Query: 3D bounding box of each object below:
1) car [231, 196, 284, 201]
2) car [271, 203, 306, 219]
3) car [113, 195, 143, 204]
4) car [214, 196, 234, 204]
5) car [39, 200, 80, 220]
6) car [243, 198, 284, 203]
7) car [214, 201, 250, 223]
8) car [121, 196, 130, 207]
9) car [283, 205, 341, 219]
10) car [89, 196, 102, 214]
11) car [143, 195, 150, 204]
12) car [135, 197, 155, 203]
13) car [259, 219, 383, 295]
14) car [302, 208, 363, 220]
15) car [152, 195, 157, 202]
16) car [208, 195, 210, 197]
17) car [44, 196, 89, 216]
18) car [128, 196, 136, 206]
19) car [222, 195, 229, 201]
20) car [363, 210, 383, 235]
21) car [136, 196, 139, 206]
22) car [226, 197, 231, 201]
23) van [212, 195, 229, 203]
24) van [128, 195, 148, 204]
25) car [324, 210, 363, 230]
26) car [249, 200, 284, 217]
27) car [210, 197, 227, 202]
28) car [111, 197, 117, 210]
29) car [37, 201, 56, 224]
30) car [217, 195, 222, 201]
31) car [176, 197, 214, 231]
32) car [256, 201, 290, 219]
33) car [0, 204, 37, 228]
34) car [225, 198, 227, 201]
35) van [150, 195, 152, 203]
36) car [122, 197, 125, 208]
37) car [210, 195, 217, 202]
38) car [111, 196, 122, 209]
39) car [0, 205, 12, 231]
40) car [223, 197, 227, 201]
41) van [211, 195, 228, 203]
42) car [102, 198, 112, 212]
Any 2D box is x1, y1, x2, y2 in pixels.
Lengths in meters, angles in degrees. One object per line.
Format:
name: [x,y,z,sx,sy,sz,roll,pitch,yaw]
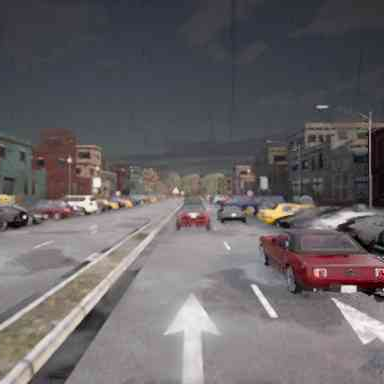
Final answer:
car: [7.569,1.429,36.720,5.566,2.045,2.435,0,-1,0]
car: [7.600,1.593,20.171,4.792,1.488,2.163,0,0,0]
car: [-12.682,1.648,62.557,5.566,2.045,2.435,0,0,0]
car: [7.523,1.929,77.959,4.553,1.767,2.185,0,0,0]
car: [-12.724,1.667,29.088,4.674,1.452,2.002,0,0,0]
car: [7.796,1.633,31.206,5.366,1.575,1.946,0,0,0]
car: [3.079,1.687,26.573,1.994,1.385,4.181,0,0,0]
car: [-12.703,1.803,51.321,5.008,1.535,2.097,0,-1,0]
car: [7.601,1.577,17.415,4.792,1.488,2.163,0,0,0]
car: [-12.748,1.415,34.773,5.566,2.045,2.435,0,0,0]
car: [-12.728,2.011,76.453,4.892,1.521,2.231,0,0,0]
car: [-12.754,2.113,90.350,5.008,1.535,2.097,0,0,0]
car: [3.096,1.629,8.772,1.895,1.301,4.718,0,0,0]
car: [7.630,1.574,14.693,4.674,1.452,2.002,0,0,0]
car: [-12.569,2.090,87.571,5.366,1.575,1.946,0,0,0]
car: [7.506,1.843,83.599,5.566,2.045,2.435,0,0,0]
car: [-12.755,1.521,31.959,4.553,1.767,2.185,0,0,0]
car: [-12.706,1.852,56.997,5.008,1.535,2.097,0,0,0]
car: [7.523,1.714,53.263,4.553,1.767,2.185,0,-1,0]
car: [7.604,1.384,9.143,4.553,1.767,2.185,0,0,0]
car: [-12.699,1.877,59.776,4.892,1.521,2.231,0,0,0]
car: [7.570,1.757,44.989,5.008,1.535,2.097,0,-1,0]
van: [7.354,1.887,86.357,4.442,1.987,1.878,0,0,0]
van: [-12.857,1.805,79.234,4.442,1.987,1.878,0,0,0]
car: [7.663,1.550,11.899,4.792,1.488,2.163,0,0,0]
car: [7.647,1.646,28.447,4.792,1.488,2.163,0,0,0]
car: [7.447,2.210,94.627,4.674,1.452,2.002,0,0,0]
car: [-12.679,1.762,43.108,4.792,1.488,2.163,0,0,0]
car: [-12.741,1.593,23.532,4.892,1.521,2.231,0,0,0]
car: [7.519,1.615,56.021,5.566,2.045,2.435,0,-1,0]
car: [0.086,1.445,21.639,2.097,1.767,4.553,0,0,0]
car: [7.442,1.577,22.928,5.366,1.575,1.946,0,0,0]
car: [-12.767,1.605,20.752,4.792,1.488,2.163,0,0,0]
car: [7.566,1.824,47.746,4.674,1.452,2.002,0,-1,0]
van: [-12.861,1.826,82.013,4.442,1.987,1.878,0,0,0]
car: [-12.730,1.810,48.666,4.792,1.488,2.163,0,0,0]
car: [7.527,1.784,75.325,5.566,2.045,2.435,0,0,0]
car: [-12.890,1.753,45.888,5.366,1.575,1.946,0,0,0]
car: [-12.739,1.600,17.973,4.674,1.452,2.002,0,0,0]
car: [7.559,1.853,50.634,4.674,1.452,2.002,0,-1,0]
van: [7.573,1.924,91.873,4.442,1.987,1.878,0,0,0]
car: [-12.683,1.739,40.331,4.792,1.488,2.163,0,0,0]
